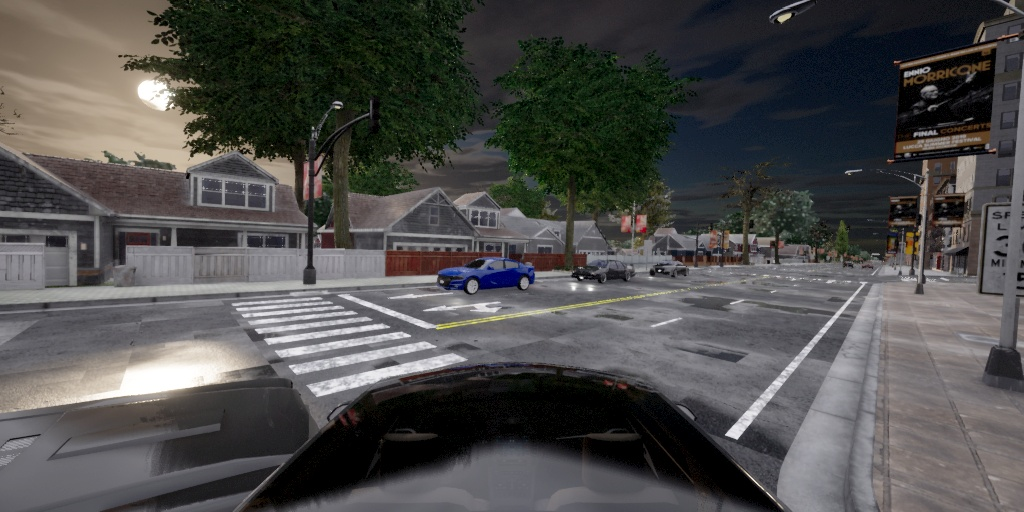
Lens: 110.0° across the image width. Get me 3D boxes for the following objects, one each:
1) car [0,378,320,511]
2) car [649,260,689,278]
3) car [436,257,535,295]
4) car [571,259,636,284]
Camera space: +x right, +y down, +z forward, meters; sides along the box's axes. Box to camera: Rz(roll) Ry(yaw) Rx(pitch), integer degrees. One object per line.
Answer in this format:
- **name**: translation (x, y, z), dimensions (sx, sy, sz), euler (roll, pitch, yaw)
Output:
- **car**: translation (-3.314, 1.285, 1.322), dimensions (4.718, 1.301, 1.895), euler (1, 2, -34)
- **car**: translation (13.332, 1.019, 30.300), dimensions (4.181, 1.385, 1.994), euler (1, 2, -44)
- **car**: translation (-1.073, 0.805, 16.501), dimensions (5.008, 1.535, 1.882), euler (0, 2, -44)
- **car**: translation (6.114, 0.937, 23.400), dimensions (5.357, 1.411, 2.033), euler (0, 2, -44)
